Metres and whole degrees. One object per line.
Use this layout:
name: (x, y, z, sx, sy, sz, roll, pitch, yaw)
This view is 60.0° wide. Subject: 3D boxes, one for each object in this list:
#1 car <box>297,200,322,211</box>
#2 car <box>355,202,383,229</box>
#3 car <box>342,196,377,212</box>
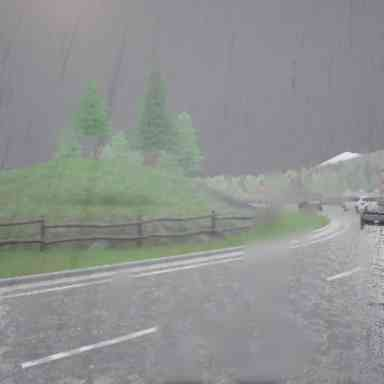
car: (16.313, 1.899, 46.117, 1.812, 1.442, 4.674, 0, 0, -8)
car: (12.560, 1.672, 22.801, 2.128, 1.511, 4.902, 0, 0, 27)
car: (20.279, 1.542, 40.297, 2.150, 2.045, 5.566, 0, 0, 1)
